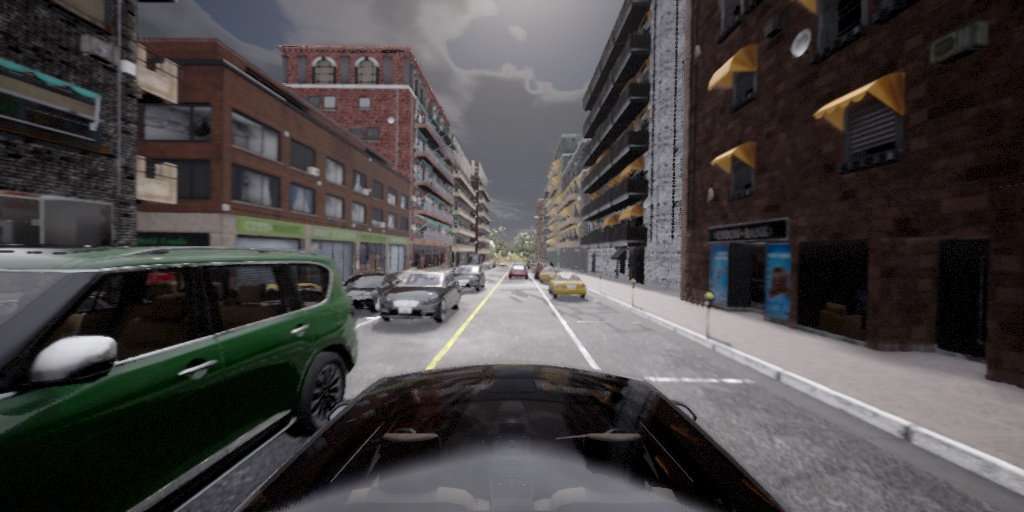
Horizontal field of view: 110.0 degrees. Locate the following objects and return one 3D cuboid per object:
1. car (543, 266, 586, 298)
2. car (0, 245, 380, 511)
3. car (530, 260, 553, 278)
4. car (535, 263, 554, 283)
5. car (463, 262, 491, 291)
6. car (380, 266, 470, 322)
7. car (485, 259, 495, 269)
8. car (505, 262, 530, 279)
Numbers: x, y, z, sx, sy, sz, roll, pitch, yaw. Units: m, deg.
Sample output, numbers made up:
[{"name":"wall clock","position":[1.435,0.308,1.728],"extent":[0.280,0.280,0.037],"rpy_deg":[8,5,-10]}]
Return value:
[{"name":"car","position":[2.924,1.460,19.664],"extent":[1.751,1.417,4.829],"rpy_deg":[0,0,1]},{"name":"car","position":[-3.120,0.929,2.503],"extent":[2.150,2.045,5.566],"rpy_deg":[1,0,1]},{"name":"car","position":[3.251,1.384,36.063],"extent":[2.192,1.841,5.009],"rpy_deg":[0,0,1]},{"name":"car","position":[3.162,1.550,30.710],"extent":[1.751,1.417,4.829],"rpy_deg":[0,0,1]},{"name":"car","position":[-2.751,1.364,22.902],"extent":[2.128,1.511,4.902],"rpy_deg":[1,0,1]},{"name":"car","position":[-2.948,1.280,12.479],"extent":[2.128,1.511,4.902],"rpy_deg":[1,0,1]},{"name":"car","position":[-4.645,1.715,63.781],"extent":[2.007,1.370,4.403],"rpy_deg":[0,0,1]},{"name":"car","position":[0.677,1.601,37.064],"extent":[1.994,1.385,4.181],"rpy_deg":[1,0,2]}]
